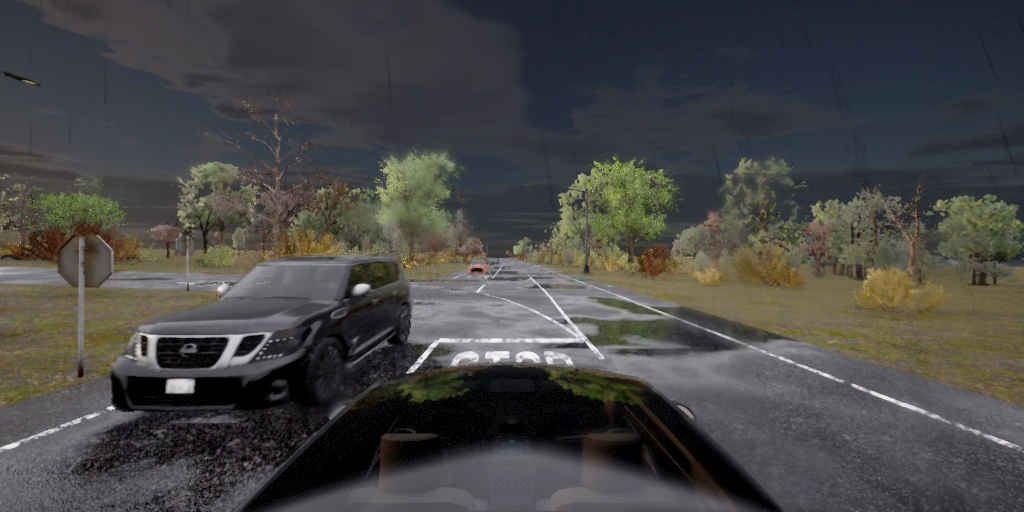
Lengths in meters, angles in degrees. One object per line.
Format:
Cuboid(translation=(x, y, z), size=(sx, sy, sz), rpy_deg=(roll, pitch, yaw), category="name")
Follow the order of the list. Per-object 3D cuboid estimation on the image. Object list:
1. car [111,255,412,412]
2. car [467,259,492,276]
Cuboid(translation=(-3.493, 1.004, 6.543), size=(2.150, 2.045, 5.566), rpy_deg=(0, 0, 0), category="car")
Cuboid(translation=(-3.518, 1.113, 38.063), size=(2.097, 1.767, 4.553), rpy_deg=(0, 0, 0), category="car")
